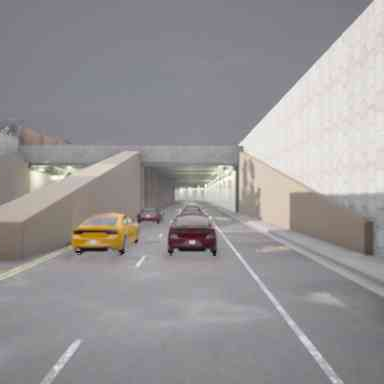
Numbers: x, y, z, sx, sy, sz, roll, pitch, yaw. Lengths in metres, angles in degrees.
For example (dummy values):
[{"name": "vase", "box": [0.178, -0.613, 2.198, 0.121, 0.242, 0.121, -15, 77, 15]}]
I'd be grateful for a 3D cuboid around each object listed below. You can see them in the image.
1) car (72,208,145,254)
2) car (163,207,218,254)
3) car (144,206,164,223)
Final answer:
[{"name": "car", "box": [-3.471, 1.638, 14.217, 1.882, 1.535, 5.008, 0, 0, 0]}, {"name": "car", "box": [0.029, 1.638, 14.213, 1.882, 1.535, 5.008, 0, 0, 0]}, {"name": "car", "box": [-3.477, 1.883, 28.374, 1.994, 1.385, 4.181, 0, -1, 0]}]
